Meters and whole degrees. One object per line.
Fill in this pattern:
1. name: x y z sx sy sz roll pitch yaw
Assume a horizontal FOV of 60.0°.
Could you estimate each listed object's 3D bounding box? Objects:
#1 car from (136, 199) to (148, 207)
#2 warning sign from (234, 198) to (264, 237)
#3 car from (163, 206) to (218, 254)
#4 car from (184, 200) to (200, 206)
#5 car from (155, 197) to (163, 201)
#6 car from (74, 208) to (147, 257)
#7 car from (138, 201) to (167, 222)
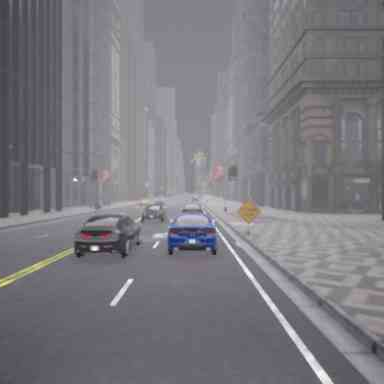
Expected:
1. car: -9.749 2.067 65.597 1.882 1.535 5.008 0 0 0
2. warning sign: 2.860 1.272 16.868 1.300 1.860 1.060 1 0 0
3. car: 0.029 1.610 14.250 1.882 1.535 5.008 0 0 0
4. car: 0.031 1.747 29.251 1.882 1.535 5.008 0 0 0
5. car: -6.498 2.190 65.657 1.895 1.301 4.718 0 0 0
6. car: -3.227 1.633 13.510 1.837 1.490 4.892 0 0 0
7. car: -3.222 1.792 28.914 1.812 1.442 4.674 0 0 0
